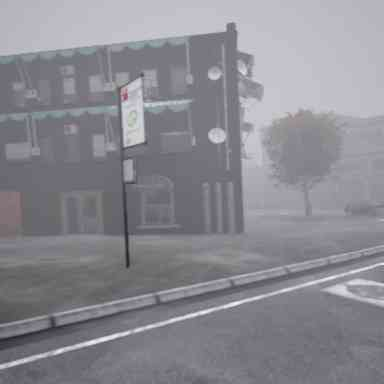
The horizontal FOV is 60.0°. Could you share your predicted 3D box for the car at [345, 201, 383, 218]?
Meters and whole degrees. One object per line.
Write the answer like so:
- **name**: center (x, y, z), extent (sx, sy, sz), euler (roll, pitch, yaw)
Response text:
- **car**: center (16.654, 1.585, 31.511), extent (2.128, 1.511, 4.902), euler (-3, -1, -13)
